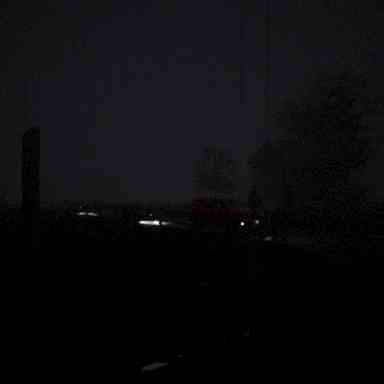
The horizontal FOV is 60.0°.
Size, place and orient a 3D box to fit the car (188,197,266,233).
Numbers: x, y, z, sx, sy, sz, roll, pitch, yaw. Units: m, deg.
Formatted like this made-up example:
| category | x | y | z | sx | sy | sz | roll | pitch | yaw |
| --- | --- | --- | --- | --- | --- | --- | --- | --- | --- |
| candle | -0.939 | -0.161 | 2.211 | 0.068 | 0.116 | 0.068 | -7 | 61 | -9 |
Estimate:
| category | x | y | z | sx | sy | sz | roll | pitch | yaw |
| --- | --- | --- | --- | --- | --- | --- | --- | --- | --- |
| car | 1.999 | 1.341 | 20.798 | 2.150 | 2.045 | 5.566 | 1 | -1 | -36 |

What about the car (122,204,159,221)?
| category | x | y | z | sx | sy | sz | roll | pitch | yaw |
| --- | --- | --- | --- | --- | --- | --- | --- | --- | --- |
| car | -4.664 | 1.789 | 29.959 | 1.994 | 1.385 | 4.181 | 1 | -1 | -36 |

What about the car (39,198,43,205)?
| category | x | y | z | sx | sy | sz | roll | pitch | yaw |
| --- | --- | --- | --- | --- | --- | --- | --- | --- | --- |
| car | -36.493 | 2.242 | 78.639 | 1.837 | 1.490 | 4.892 | 1 | -1 | -36 |

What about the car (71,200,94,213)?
| category | x | y | z | sx | sy | sz | roll | pitch | yaw |
| --- | --- | --- | --- | --- | --- | --- | --- | --- | --- |
| car | -14.361 | 1.882 | 43.367 | 1.837 | 1.490 | 4.892 | 1 | -1 | -36 |
